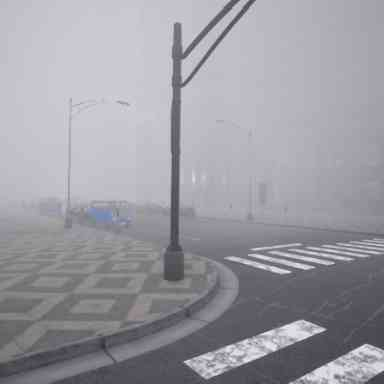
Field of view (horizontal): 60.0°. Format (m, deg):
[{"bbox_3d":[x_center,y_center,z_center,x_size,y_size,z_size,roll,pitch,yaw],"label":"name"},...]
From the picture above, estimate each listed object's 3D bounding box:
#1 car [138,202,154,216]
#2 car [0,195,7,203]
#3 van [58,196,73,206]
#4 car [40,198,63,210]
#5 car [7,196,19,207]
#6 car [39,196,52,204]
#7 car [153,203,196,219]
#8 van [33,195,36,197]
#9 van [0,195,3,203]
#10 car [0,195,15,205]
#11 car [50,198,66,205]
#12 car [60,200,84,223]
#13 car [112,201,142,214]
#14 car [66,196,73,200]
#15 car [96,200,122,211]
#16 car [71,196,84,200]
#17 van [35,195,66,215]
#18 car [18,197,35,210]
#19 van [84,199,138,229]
[{"bbox_3d":[-4.629,1.731,35.198,1.887,1.381,4.507,1,-1,-35],"label":"car"},{"bbox_3d":[-43.509,1.565,75.396,2.192,1.841,5.009,1,-1,-35],"label":"car"},{"bbox_3d":[-23.773,1.655,62.266,1.690,1.788,3.998,1,-1,-35],"label":"van"},{"bbox_3d":[-19.700,1.658,46.513,1.837,1.490,4.892,1,-1,-35],"label":"car"},{"bbox_3d":[-27.567,1.693,52.835,2.008,1.369,4.403,1,-1,-35],"label":"car"},{"bbox_3d":[-33.347,1.819,75.798,1.967,1.590,4.097,1,-1,-35],"label":"car"},{"bbox_3d":[-1.439,1.710,30.687,1.887,1.381,4.507,1,-1,-35],"label":"car"},{"bbox_3d":[-36.536,1.742,80.309,1.690,1.788,3.998,1,-1,-35],"label":"van"},{"bbox_3d":[-46.698,1.613,79.907,1.690,1.788,3.998,1,-1,-35],"label":"van"},{"bbox_3d":[-37.035,1.731,66.231,1.752,1.417,4.829,1,-1,-35],"label":"car"},{"bbox_3d":[-26.966,1.886,66.775,2.008,1.369,4.403,1,-1,-35],"label":"car"},{"bbox_3d":[-8.434,1.559,25.764,1.887,1.381,4.507,1,-1,-35],"label":"car"},{"bbox_3d":[-7.820,1.752,39.709,1.887,1.381,4.507,1,-1,-35],"label":"car"},{"bbox_3d":[-20.582,1.608,57.755,2.192,1.841,5.009,1,-1,-35],"label":"car"},{"bbox_3d":[-11.109,1.755,44.359,1.752,1.417,4.829,1,-1,-35],"label":"car"},{"bbox_3d":[-17.393,1.816,53.242,1.887,1.381,4.507,1,-1,-35],"label":"car"},{"bbox_3d":[-14.809,1.398,34.790,1.690,1.788,3.998,1,-1,-35],"label":"van"},{"bbox_3d":[-21.190,1.681,43.811,1.802,1.307,4.206,1,-1,-35],"label":"car"},{"bbox_3d":[-5.243,1.336,21.255,1.690,1.788,3.998,1,-1,-35],"label":"van"}]
